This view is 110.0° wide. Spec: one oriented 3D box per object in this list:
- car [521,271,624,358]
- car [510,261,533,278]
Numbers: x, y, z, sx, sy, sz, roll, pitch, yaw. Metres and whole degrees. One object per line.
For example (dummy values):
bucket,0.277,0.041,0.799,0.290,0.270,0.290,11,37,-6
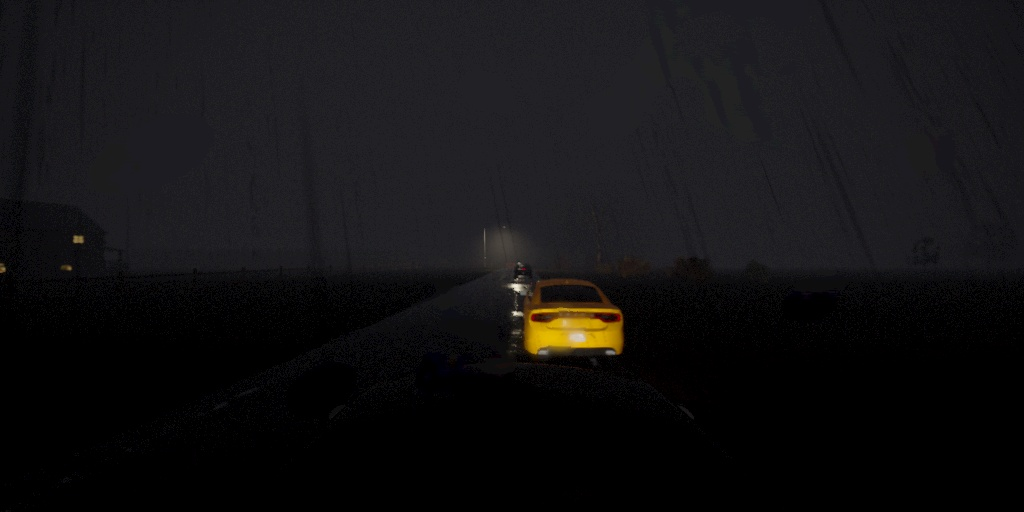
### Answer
car,1.219,1.282,8.675,1.882,1.535,5.008,0,0,2
car,1.208,1.549,38.348,2.128,1.511,4.902,0,0,2
